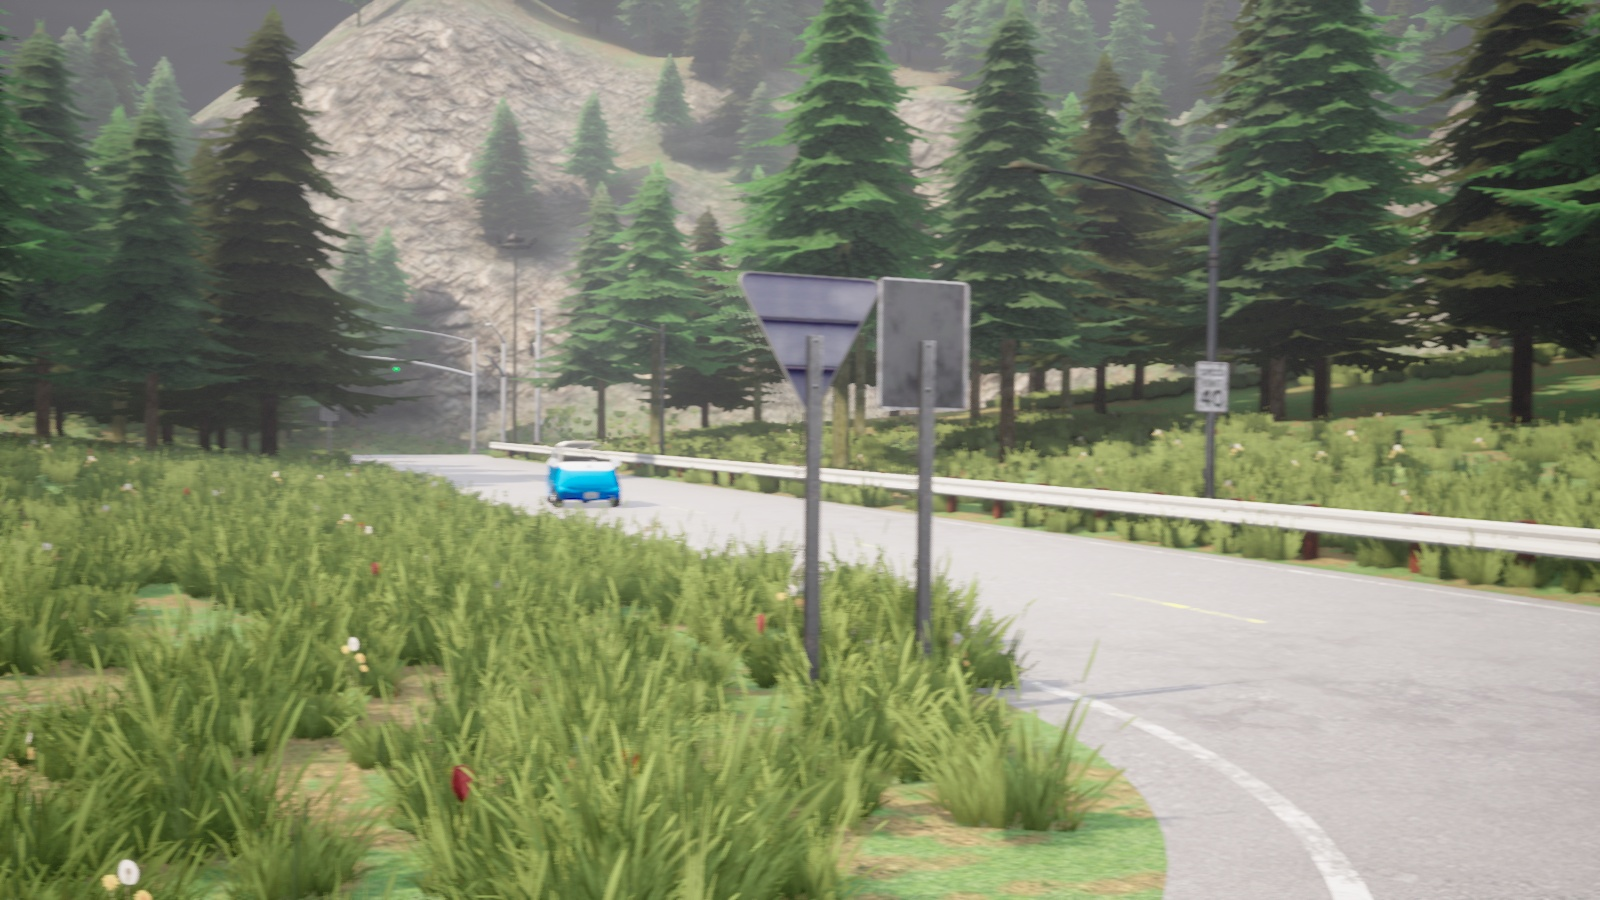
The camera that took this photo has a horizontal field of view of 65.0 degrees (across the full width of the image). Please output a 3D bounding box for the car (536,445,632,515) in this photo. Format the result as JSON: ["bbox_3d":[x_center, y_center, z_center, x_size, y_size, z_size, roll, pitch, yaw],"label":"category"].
[{"bbox_3d":[-4.584,0.589,26.494,1.481,1.376,2.207,-1,1,-24],"label":"car"}]
